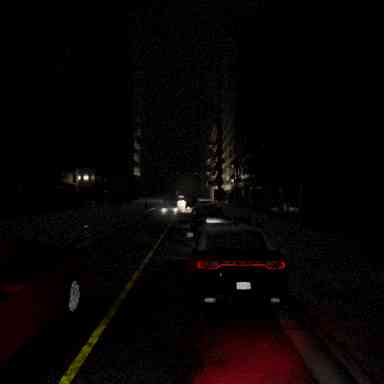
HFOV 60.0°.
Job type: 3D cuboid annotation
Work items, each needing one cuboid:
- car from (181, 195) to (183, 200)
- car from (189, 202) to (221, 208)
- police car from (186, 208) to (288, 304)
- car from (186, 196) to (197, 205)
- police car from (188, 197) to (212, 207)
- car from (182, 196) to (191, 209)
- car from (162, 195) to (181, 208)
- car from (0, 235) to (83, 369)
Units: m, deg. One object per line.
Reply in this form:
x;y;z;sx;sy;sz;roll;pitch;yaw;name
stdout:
-3.029;1.706;92.888;2.128;1.511;4.902;0;0;0;car
0.895;1.513;18.262;1.837;1.490;4.892;0;0;0;car
0.897;1.428;8.372;1.930;1.638;5.238;0;0;0;police car
-0.019;1.555;59.844;1.882;1.535;5.008;0;0;0;car
0.892;1.439;24.372;1.930;1.638;5.238;0;0;0;police car
-0.003;1.547;46.242;1.837;1.490;4.892;0;0;0;car
-3.112;1.396;47.444;2.097;1.767;4.553;0;0;0;car
-3.102;1.478;4.677;1.882;1.535;5.008;0;0;0;car
